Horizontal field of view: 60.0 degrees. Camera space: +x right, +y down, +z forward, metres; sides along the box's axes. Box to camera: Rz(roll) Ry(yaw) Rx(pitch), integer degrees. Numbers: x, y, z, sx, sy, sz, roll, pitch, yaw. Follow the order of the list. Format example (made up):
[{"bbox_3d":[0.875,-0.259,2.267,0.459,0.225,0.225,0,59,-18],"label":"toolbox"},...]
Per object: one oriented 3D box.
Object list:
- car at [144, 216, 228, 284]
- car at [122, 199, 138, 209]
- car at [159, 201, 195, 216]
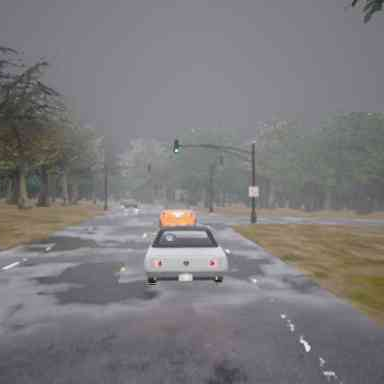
[{"bbox_3d":[-0.221,1.604,9.571,1.895,1.301,4.718,0,0,-2],"label":"car"},{"bbox_3d":[-9.484,1.832,51.969,1.837,1.490,4.892,0,-1,-13],"label":"car"},{"bbox_3d":[-0.980,1.362,21.039,2.097,1.767,4.553,0,0,-5],"label":"car"}]
